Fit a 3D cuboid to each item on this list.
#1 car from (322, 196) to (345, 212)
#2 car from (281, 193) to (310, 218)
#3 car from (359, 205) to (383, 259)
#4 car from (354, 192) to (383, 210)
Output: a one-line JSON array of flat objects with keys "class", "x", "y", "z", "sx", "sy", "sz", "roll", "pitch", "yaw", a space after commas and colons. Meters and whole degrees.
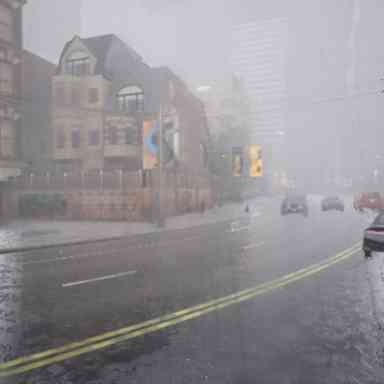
[{"class": "car", "x": 15.466, "y": 1.208, "z": 36.630, "sx": 2.097, "sy": 1.767, "sz": 4.553, "roll": -1, "pitch": 0, "yaw": 19}, {"class": "car", "x": 9.365, "y": 1.142, "z": 29.968, "sx": 2.150, "sy": 2.045, "sz": 5.566, "roll": -1, "pitch": 0, "yaw": 21}, {"class": "car", "x": 7.345, "y": 1.423, "z": 11.551, "sx": 2.128, "sy": 1.511, "sz": 4.902, "roll": 0, "pitch": 0, "yaw": 39}, {"class": "car", "x": 19.087, "y": 1.041, "z": 36.145, "sx": 2.150, "sy": 2.045, "sz": 5.566, "roll": -1, "pitch": 0, "yaw": 19}]
